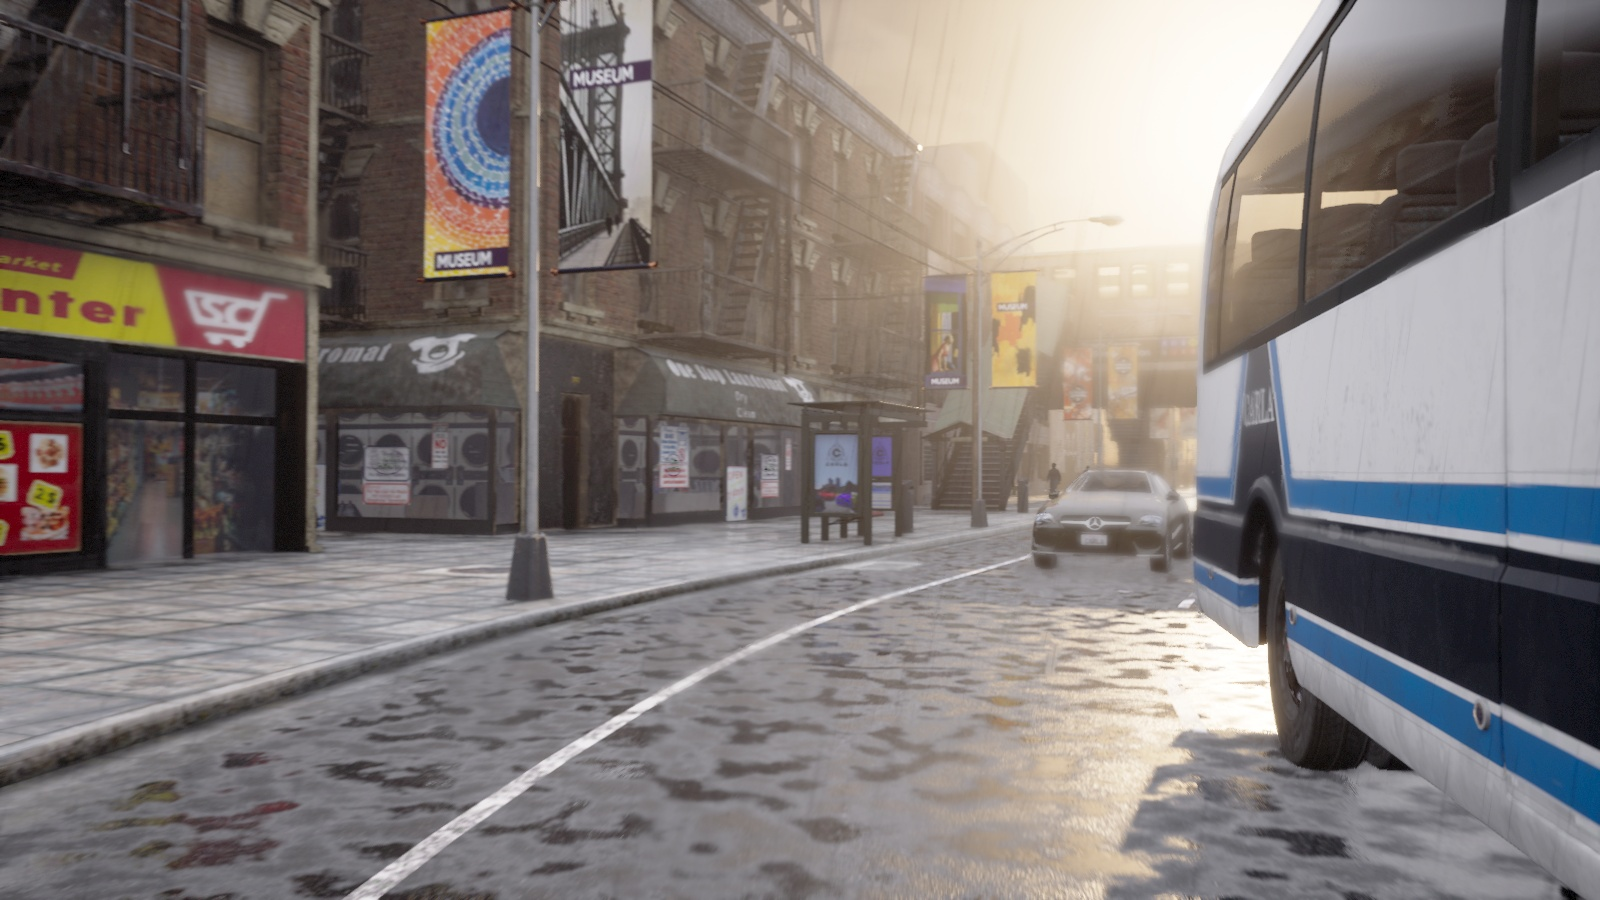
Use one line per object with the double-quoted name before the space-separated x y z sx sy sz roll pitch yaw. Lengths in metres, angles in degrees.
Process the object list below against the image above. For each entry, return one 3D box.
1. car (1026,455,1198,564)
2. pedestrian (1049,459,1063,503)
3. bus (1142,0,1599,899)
"car" 5.531 0.942 21.762 2.152 1.651 5.027 -1 -1 23
"pedestrian" 11.510 1.383 56.408 0.402 1.930 0.666 -1 -1 33
"bus" 3.629 -0.507 3.921 3.944 4.253 10.273 -1 -1 10
